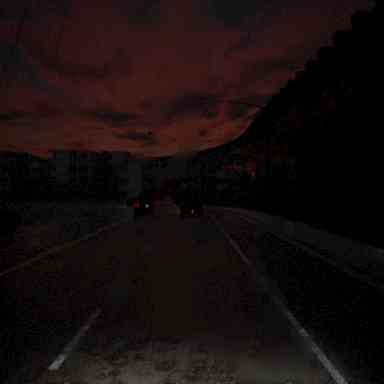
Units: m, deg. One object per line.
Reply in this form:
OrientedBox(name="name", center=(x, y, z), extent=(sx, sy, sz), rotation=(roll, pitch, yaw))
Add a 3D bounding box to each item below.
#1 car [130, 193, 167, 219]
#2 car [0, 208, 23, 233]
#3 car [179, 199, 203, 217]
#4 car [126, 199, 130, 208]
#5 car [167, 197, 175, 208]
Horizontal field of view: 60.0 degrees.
OrientedBox(name="car", center=(-3.536, 1.129, 28.138), extent=(2.150, 2.045, 5.566), rotation=(0, 1, -2))
OrientedBox(name="car", center=(-10.553, 1.491, 16.566), extent=(2.033, 1.411, 5.357), rotation=(0, 0, 0))
OrientedBox(name="car", center=(-0.120, 1.390, 29.828), extent=(2.128, 1.511, 4.902), rotation=(0, 0, -3))
OrientedBox(name="car", center=(-7.353, 1.354, 43.952), extent=(1.837, 1.490, 4.892), rotation=(0, 0, -26))
OrientedBox(name="car", center=(-3.822, 1.338, 44.675), extent=(2.128, 1.511, 4.902), rotation=(0, 0, -25))
